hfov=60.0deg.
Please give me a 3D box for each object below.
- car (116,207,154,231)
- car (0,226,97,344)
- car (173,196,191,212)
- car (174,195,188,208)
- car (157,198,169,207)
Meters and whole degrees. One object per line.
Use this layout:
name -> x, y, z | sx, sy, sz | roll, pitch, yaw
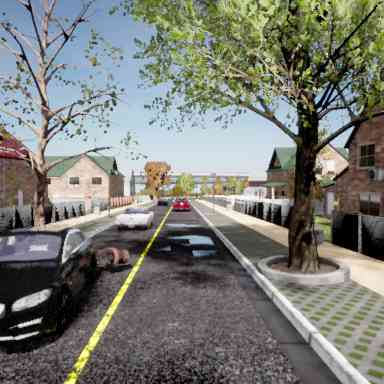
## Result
car -> -3.489, 1.601, 20.886 | 1.895, 1.301, 4.718 | 0, 0, -2
car -> -3.141, 1.507, 6.687 | 2.128, 1.511, 4.902 | 0, -1, -7
car -> -1.237, 1.375, 39.906 | 2.097, 1.767, 4.553 | 0, 0, -2
car -> -1.614, 1.394, 50.028 | 2.097, 1.767, 4.553 | 0, 0, -2
car -> -4.639, 1.650, 53.517 | 1.895, 1.301, 4.718 | 0, 0, -2
